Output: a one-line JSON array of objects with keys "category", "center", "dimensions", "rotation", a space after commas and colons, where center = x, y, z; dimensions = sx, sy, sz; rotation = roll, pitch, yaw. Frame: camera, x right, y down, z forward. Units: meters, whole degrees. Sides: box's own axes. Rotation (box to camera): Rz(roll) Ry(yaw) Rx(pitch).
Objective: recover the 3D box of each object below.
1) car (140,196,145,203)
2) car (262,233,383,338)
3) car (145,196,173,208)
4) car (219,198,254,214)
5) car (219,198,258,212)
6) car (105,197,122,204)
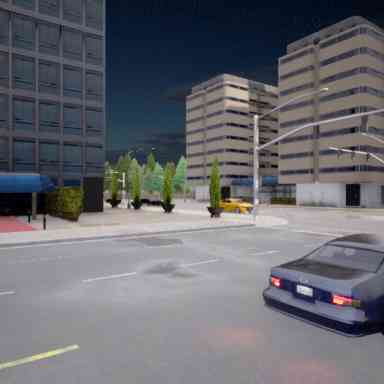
[{"category": "car", "center": [-7.712, 1.491, 59.586], "dimensions": [2.128, 1.511, 4.902], "rotation": [0, 0, -35]}, {"category": "car", "center": [3.768, 1.547, 6.510], "dimensions": [5.357, 1.411, 2.033], "rotation": [0, 0, -35]}, {"category": "car", "center": [-4.700, 1.600, 49.148], "dimensions": [1.895, 1.301, 4.718], "rotation": [0, 0, -35]}, {"category": "car", "center": [4.509, 1.477, 36.001], "dimensions": [1.882, 1.535, 5.008], "rotation": [0, 0, -35]}, {"category": "car", "center": [5.608, 1.504, 40.535], "dimensions": [1.837, 1.490, 4.892], "rotation": [0, 0, -35]}, {"category": "car", "center": [-15.189, 1.665, 64.281], "dimensions": [1.895, 1.301, 4.718], "rotation": [0, 0, -35]}]
